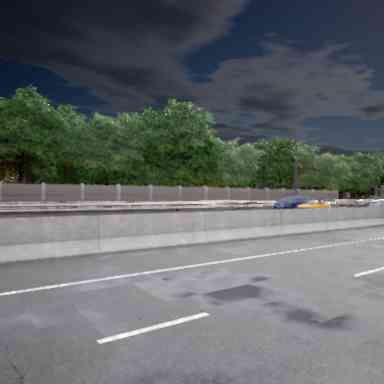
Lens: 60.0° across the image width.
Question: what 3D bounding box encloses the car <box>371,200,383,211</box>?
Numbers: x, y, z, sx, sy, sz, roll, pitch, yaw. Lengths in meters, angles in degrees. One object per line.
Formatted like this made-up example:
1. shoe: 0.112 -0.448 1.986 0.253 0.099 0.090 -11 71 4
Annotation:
1. car: 29.524 1.974 50.775 5.008 1.535 1.882 1 0 -35

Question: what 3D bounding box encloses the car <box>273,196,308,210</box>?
1. car: 13.106 1.550 43.416 5.566 2.045 2.150 1 0 -35

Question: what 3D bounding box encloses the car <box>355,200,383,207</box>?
1. car: 19.691 1.861 35.222 4.674 1.442 1.812 1 0 -35

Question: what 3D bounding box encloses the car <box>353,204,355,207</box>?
1. car: 28.179 2.030 54.095 4.674 1.442 1.812 1 0 -35

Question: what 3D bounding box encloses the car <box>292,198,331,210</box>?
1. car: 14.790 1.803 40.321 5.008 1.535 1.882 1 0 -35
